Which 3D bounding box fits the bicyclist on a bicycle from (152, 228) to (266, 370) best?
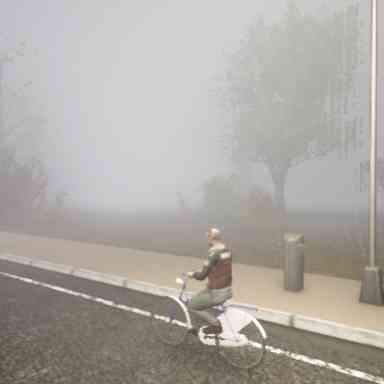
[{"bbox_3d":[0.126,1.368,4.539,1.843,1.776,0.659,0,0,35],"label":"bicyclist on a bicycle"}]
